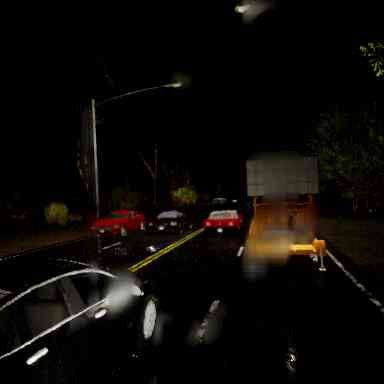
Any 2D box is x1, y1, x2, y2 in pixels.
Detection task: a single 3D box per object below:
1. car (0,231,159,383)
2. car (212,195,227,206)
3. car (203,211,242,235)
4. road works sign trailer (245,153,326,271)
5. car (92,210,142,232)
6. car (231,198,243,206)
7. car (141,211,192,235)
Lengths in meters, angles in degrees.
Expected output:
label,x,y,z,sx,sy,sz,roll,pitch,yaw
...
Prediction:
label,x,y,z,sx,sy,sz,roll,pitch,yaw
car,-1.833,1.508,3.681,1.837,1.490,4.892,0,0,13
car,5.272,1.587,62.954,2.150,2.045,5.566,-3,0,14
car,2.036,1.798,20.475,1.895,1.301,4.718,-3,0,13
road works sign trailer,3.079,0.538,11.282,2.380,3.560,2.880,-3,0,13
car,-4.616,1.973,21.557,1.882,1.535,5.008,-3,0,13
car,8.476,1.771,62.324,2.033,1.411,5.357,-3,0,14
car,-1.346,1.915,21.264,1.994,1.385,4.181,-3,0,13
